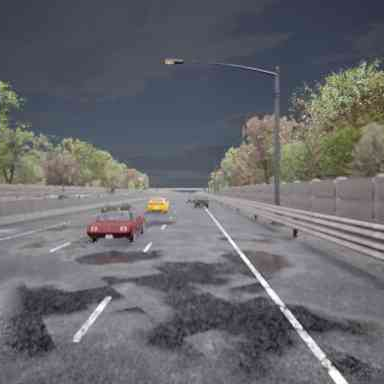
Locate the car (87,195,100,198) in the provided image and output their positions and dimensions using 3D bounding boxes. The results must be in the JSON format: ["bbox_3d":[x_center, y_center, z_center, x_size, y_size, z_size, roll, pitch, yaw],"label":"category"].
[{"bbox_3d":[-17.538,1.295,59.526,2.128,1.511,4.902,0,0,1],"label":"car"}]

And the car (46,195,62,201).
[{"bbox_3d":[-24.521,1.324,59.929,1.812,1.442,4.674,0,0,0],"label":"car"}]

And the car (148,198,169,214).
[{"bbox_3d":[-3.403,1.344,34.012,1.882,1.535,5.008,0,0,0],"label":"car"}]

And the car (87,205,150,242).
[{"bbox_3d":[-3.402,1.537,15.883,1.895,1.301,4.718,0,0,0],"label":"car"}]

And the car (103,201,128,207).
[{"bbox_3d":[-6.903,1.478,30.921,1.895,1.301,4.718,0,0,0],"label":"car"}]

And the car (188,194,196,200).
[{"bbox_3d":[-0.011,1.195,83.465,1.994,1.385,4.181,0,0,0],"label":"car"}]

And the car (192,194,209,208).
[{"bbox_3d":[1.219,1.344,44.202,1.837,1.490,4.892,0,0,0],"label":"car"}]

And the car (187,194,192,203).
[{"bbox_3d":[-0.008,1.340,63.715,2.033,1.411,5.357,0,0,0],"label":"car"}]

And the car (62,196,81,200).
[{"bbox_3d":[-21.029,1.363,59.743,1.994,1.385,4.181,0,0,1],"label":"car"}]
